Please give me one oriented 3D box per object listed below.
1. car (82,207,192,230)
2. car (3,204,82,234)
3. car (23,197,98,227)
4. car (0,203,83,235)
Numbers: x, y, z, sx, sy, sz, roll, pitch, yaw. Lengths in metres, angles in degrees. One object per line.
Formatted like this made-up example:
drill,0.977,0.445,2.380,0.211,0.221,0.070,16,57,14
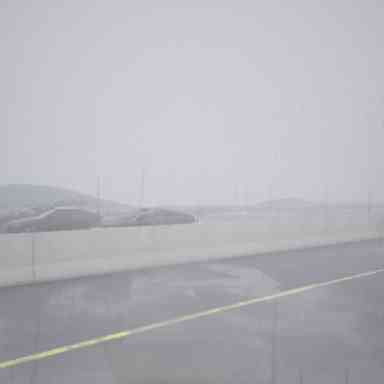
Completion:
car,-2.080,1.462,15.094,4.902,1.511,2.128,0,0,-33
car,-6.540,1.486,16.339,4.674,1.442,1.812,0,0,-34
car,-9.082,1.296,23.051,4.553,1.767,2.097,0,0,-33
car,-9.002,1.443,18.895,4.902,1.511,2.128,0,0,-34
